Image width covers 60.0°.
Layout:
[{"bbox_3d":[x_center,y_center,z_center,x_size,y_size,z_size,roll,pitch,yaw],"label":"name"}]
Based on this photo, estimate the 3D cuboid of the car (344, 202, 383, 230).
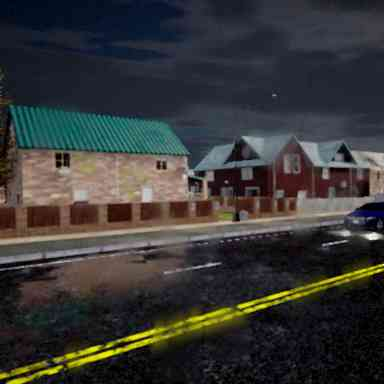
[{"bbox_3d":[10.854,1.350,19.564,4.674,1.442,1.812,-1,0,-36],"label":"car"}]
